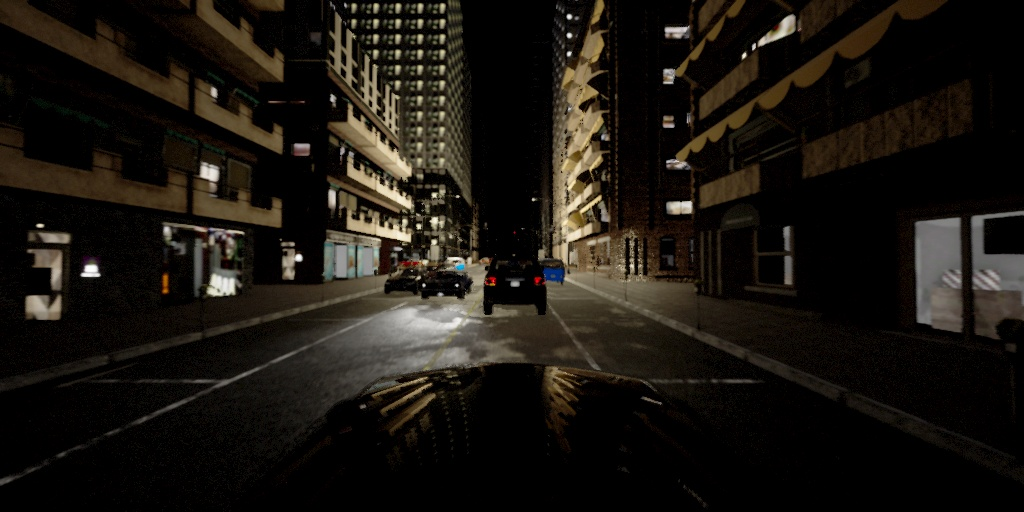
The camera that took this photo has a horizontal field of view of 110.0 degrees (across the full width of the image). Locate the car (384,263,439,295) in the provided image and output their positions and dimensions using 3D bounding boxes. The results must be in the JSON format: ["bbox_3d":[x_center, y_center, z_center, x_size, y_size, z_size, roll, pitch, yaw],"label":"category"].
[{"bbox_3d":[-5.659,1.299,19.822,2.007,1.370,4.403,0,0,0],"label":"car"}]

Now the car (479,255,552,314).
[{"bbox_3d":[0.098,0.970,13.909,2.150,2.045,5.566,0,0,0],"label":"car"}]

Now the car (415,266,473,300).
[{"bbox_3d":[-3.072,1.349,17.628,1.895,1.301,4.718,0,0,0],"label":"car"}]

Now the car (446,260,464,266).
[{"bbox_3d":[-5.660,1.313,30.903,1.948,1.339,4.313,0,0,0],"label":"car"}]

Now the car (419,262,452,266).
[{"bbox_3d":[-5.659,1.329,25.363,1.802,1.307,4.207,0,0,0],"label":"car"}]

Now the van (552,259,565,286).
[{"bbox_3d":[2.689,1.088,25.416,1.690,1.789,3.998,0,0,0],"label":"van"}]

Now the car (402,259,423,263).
[{"bbox_3d":[-16.498,1.240,59.072,4.097,1.591,1.967,0,0,0],"label":"car"}]

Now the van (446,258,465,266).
[{"bbox_3d":[-5.830,1.087,36.444,1.690,1.789,3.998,0,0,0],"label":"van"}]
